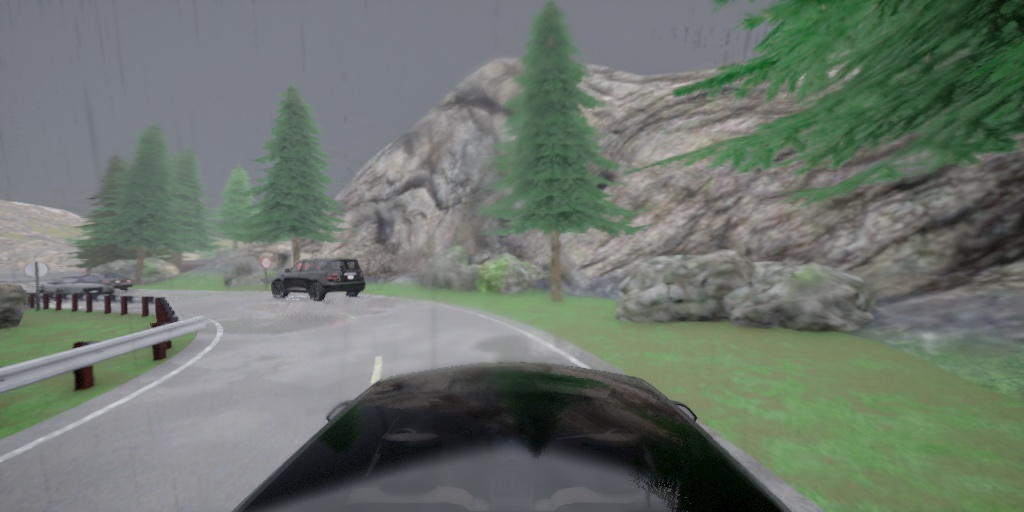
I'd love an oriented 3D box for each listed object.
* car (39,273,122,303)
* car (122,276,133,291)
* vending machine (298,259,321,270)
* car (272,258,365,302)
[{"bbox_3d":[-25.221,1.875,20.732,4.181,1.385,1.994,-1,0,21],"label":"car"},{"bbox_3d":[-30.893,1.978,26.892,5.357,1.411,2.033,-1,0,22],"label":"car"},{"bbox_3d":[-13.387,1.199,23.809,0.880,2.100,1.100,0,0,21],"label":"vending machine"},{"bbox_3d":[-10.018,1.160,18.519,5.566,2.045,2.150,-1,-1,31],"label":"car"}]
